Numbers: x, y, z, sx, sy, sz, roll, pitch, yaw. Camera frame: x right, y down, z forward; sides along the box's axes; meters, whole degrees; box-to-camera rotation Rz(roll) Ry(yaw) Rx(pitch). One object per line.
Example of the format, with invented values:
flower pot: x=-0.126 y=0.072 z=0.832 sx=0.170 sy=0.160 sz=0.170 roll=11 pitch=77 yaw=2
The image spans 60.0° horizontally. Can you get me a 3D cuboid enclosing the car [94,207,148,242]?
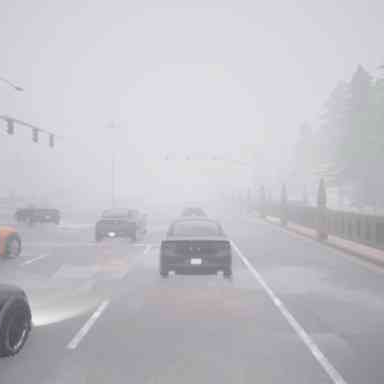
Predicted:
car: x=-3.402 y=1.517 z=16.515 sx=1.837 sy=1.490 sz=4.892 roll=0 pitch=0 yaw=0

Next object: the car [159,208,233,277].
car: x=0.098 y=1.484 z=10.311 sx=1.882 sy=1.535 sz=5.008 roll=0 pitch=0 yaw=0

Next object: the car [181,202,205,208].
car: x=0.090 y=1.543 z=26.856 sx=1.812 sy=1.442 sz=4.674 roll=0 pitch=0 yaw=0

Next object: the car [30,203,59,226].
car: x=-11.068 y=1.493 z=23.576 sx=1.882 sy=1.535 sz=5.008 roll=1 pitch=-1 yaw=-42

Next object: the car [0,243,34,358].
car: x=-3.401 y=1.566 z=3.362 sx=1.994 sy=1.385 sz=4.181 roll=0 pitch=0 yaw=0

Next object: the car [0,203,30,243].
car: x=-6.901 y=1.358 z=9.563 sx=2.097 sy=1.767 sz=4.553 roll=0 pitch=0 yaw=0
